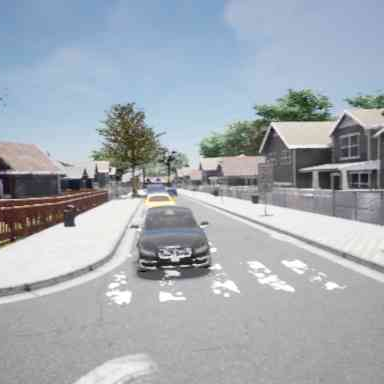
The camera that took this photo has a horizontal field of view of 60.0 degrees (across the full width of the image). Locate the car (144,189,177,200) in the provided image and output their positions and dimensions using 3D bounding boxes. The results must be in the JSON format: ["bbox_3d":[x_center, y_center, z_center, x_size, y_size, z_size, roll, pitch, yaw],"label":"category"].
[{"bbox_3d":[-2.159,0.851,21.792,1.882,1.535,5.008,-2,1,-7],"label":"car"}]

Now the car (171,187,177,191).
[{"bbox_3d":[-3.589,-0.138,56.316,1.882,1.535,5.008,-2,2,-7],"label":"car"}]

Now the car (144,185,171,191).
[{"bbox_3d":[-3.629,0.278,33.618,2.150,2.045,5.566,-2,2,-7],"label":"car"}]

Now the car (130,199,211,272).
[{"bbox_3d":[-0.679,1.202,9.935,1.837,1.490,4.892,-2,2,-7],"label":"car"}]
